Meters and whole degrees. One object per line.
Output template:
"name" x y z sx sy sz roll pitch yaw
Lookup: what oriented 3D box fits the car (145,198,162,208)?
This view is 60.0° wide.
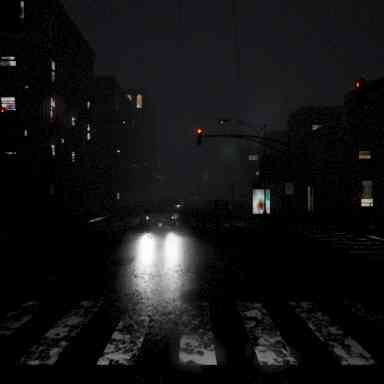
"car" -5.660 1.572 48.908 2.008 1.369 4.403 0 0 0

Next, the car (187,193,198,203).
"car" 0.137 1.269 70.537 2.150 2.045 5.566 0 0 0

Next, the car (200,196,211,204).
"car" 2.733 1.592 66.005 2.008 1.369 4.403 -1 0 0

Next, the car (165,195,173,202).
"car" -5.636 1.593 82.917 1.752 1.417 4.829 -1 0 0

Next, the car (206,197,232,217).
"car" 2.707 1.446 31.824 1.967 1.590 4.097 0 0 0

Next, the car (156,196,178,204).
"car" -3.071 1.503 38.092 2.128 1.511 4.902 0 0 0

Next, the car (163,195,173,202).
"car" -5.641 1.498 77.391 1.967 1.590 4.097 0 0 0

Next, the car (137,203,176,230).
"car" -2.273 1.573 21.152 1.895 1.301 4.718 0 -1 -12

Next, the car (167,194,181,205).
"car" -3.003 1.580 59.946 2.033 1.411 5.357 0 0 1

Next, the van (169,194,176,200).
"van" -5.629 1.431 94.481 1.690 1.788 3.998 -1 0 0

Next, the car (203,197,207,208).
"car" 2.716 1.597 43.218 1.802 1.307 4.206 0 0 0

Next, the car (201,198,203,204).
"car" 2.720 1.572 48.915 2.008 1.369 4.403 0 0 0

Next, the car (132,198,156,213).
"car" -5.669 1.561 37.515 2.008 1.369 4.403 0 0 0
